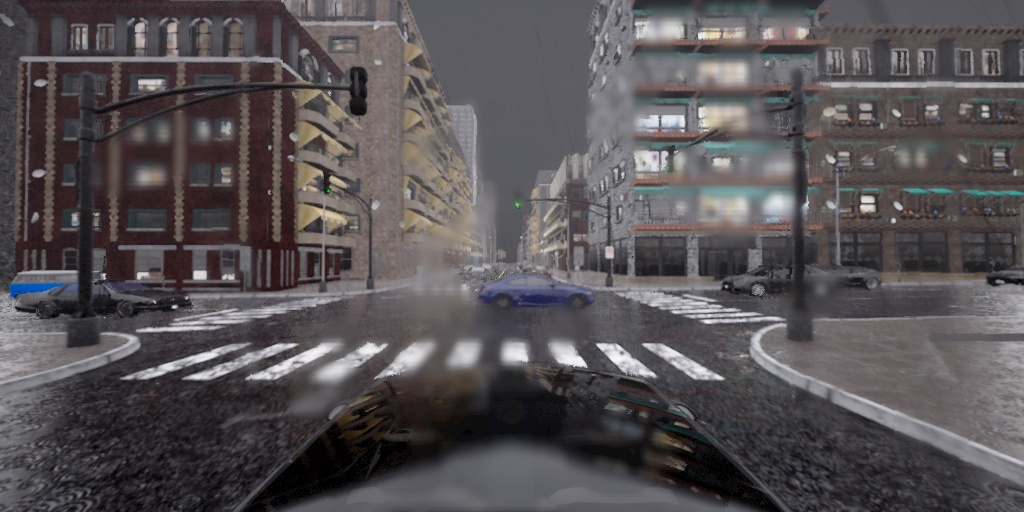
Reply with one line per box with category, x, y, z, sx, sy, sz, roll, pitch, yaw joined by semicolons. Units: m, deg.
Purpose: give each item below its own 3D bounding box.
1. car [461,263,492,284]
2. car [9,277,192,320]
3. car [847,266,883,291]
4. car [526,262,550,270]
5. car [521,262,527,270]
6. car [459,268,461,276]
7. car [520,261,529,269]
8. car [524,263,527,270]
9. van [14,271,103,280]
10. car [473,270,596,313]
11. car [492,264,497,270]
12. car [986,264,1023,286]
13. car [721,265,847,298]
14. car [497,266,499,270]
car;-3.081;1.637;31.835;1.812;1.442;4.674;0;-1;0
car;-16.095;1.681;14.273;5.357;1.411;2.033;-1;-1;0
car;18.279;1.231;20.234;4.313;1.339;1.948;0;0;0
car;2.709;1.585;34.678;1.967;1.591;4.097;0;0;0
car;2.722;1.996;56.814;1.802;1.307;4.207;0;0;0
car;-5.666;1.830;45.751;2.007;1.370;4.403;0;0;0
car;2.726;2.064;62.347;1.802;1.307;4.207;0;0;0
car;2.712;1.763;40.212;2.007;1.370;4.403;0;0;0
van;-25.358;1.717;20.046;3.998;1.789;1.690;0;0;0
car;0.950;1.428;14.345;4.674;1.442;1.812;0;-1;0
car;-3.072;1.767;42.634;1.812;1.442;4.674;0;-1;0
car;29.605;1.048;20.158;4.313;1.339;1.948;0;0;0
car;12.939;1.215;17.543;4.892;1.490;1.837;-1;-1;1
car;-3.040;1.984;57.337;1.994;1.385;4.181;0;-1;0
